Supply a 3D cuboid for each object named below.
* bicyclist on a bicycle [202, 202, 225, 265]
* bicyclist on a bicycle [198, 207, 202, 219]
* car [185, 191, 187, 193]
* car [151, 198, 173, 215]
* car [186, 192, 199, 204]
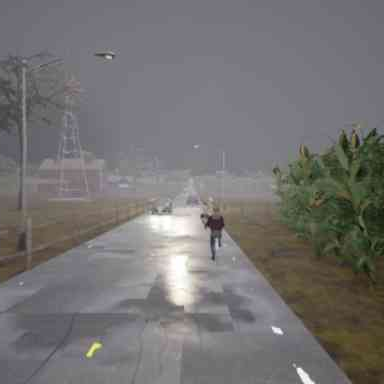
[{"bbox_3d":[0.754,1.338,10.637,0.659,1.776,1.843,0,0,0],"label":"bicyclist on a bicycle"},{"bbox_3d":[0.756,1.376,19.283,0.866,1.612,1.509,0,0,0],"label":"bicyclist on a bicycle"},{"bbox_3d":[-0.012,1.114,73.824,2.128,1.511,4.902,0,1,0],"label":"car"},{"bbox_3d":[-2.850,1.376,32.486,2.128,1.511,4.902,0,0,0],"label":"car"},{"bbox_3d":[0.090,1.234,55.645,2.128,1.511,4.902,0,0,0],"label":"car"}]
